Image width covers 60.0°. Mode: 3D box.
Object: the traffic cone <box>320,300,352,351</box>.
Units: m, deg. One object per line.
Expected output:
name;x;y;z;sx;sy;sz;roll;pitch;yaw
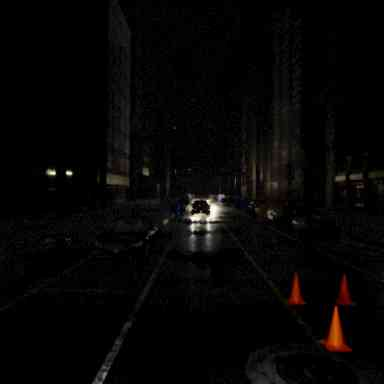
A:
traffic cone;2.134;1.983;4.935;0.340;0.580;0.340;1;0;1

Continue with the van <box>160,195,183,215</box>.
van;-1.967;1.365;28.922;1.690;1.788;3.998;1;0;1

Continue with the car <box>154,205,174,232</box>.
car;-2.147;1.586;17.704;1.802;1.307;4.206;1;0;1

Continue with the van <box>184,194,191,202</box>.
van;-1.079;1.477;85.010;1.690;1.788;3.998;1;0;1

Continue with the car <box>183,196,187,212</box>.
car;-1.879;1.474;34.530;1.967;1.590;4.097;1;0;1

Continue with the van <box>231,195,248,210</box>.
van;6.823;1.482;45.624;1.690;1.788;3.998;1;0;1

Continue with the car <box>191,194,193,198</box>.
car;-1.434;1.404;62.574;2.192;1.841;5.009;1;0;1

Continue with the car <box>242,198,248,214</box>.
car;6.646;1.645;34.577;1.752;1.417;4.829;1;0;1

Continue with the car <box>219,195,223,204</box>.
car;7.177;1.731;68.057;1.887;1.381;4.507;1;0;1

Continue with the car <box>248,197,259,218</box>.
car;6.557;1.424;28.799;2.192;1.841;5.009;1;0;1

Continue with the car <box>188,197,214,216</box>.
car;0.858;1.564;32.999;1.837;1.490;4.892;1;0;1

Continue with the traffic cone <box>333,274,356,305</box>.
traffic cone;3.165;1.997;6.919;0.340;0.580;0.340;1;0;1

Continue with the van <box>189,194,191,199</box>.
van;-1.523;1.418;56.966;1.690;1.788;3.998;1;0;1

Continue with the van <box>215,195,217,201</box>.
van;7.445;1.562;84.883;1.690;1.788;3.998;1;0;1

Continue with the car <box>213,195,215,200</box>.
car;7.532;1.778;90.491;1.887;1.381;4.507;1;0;1

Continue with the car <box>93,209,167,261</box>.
car;-2.236;1.545;12.095;2.008;1.369;4.403;1;0;1

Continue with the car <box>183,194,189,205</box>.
car;-1.789;1.360;40.139;2.192;1.841;5.009;1;0;1

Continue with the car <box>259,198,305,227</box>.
car;6.468;1.414;23.190;2.192;1.841;5.009;1;0;1

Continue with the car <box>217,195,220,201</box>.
car;7.266;1.638;73.666;1.967;1.590;4.097;1;0;1

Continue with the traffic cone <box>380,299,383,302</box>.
traffic cone;4.163;2.006;6.903;0.340;0.580;0.340;0;0;1

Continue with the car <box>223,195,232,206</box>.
car;7.001;1.478;56.841;2.192;1.841;5.009;1;0;1

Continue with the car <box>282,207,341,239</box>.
car;6.377;1.671;17.581;1.802;1.307;4.206;1;0;1

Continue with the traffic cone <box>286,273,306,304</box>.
traffic cone;2.166;1.986;6.935;0.340;0.580;0.340;1;0;1

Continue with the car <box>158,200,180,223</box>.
car;-2.060;1.539;23.143;1.752;1.417;4.829;1;0;1
